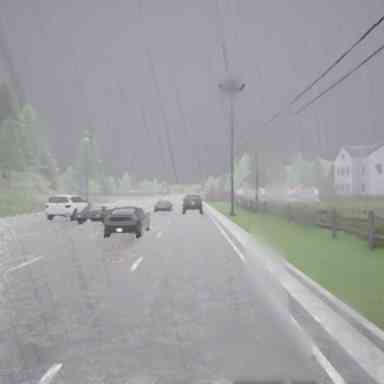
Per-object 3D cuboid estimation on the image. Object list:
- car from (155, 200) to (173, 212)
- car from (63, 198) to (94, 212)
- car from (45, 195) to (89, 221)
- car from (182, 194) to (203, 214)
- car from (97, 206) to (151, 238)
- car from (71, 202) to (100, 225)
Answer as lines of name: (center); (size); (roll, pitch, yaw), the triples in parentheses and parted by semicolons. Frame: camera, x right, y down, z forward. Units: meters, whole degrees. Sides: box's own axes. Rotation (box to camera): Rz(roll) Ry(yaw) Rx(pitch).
car: (-3.413, 1.623, 40.520); (1.994, 1.385, 4.181); (0, 0, 0)
car: (-13.921, 1.553, 41.230); (2.128, 1.511, 4.902); (0, 0, 0)
car: (-10.398, 1.265, 28.205); (2.150, 2.045, 5.566); (0, 0, 0)
car: (0.079, 1.276, 36.714); (2.150, 2.045, 5.566); (0, 0, 0)
car: (-3.398, 1.531, 17.985); (1.837, 1.490, 4.892); (0, 0, 0)
car: (-6.897, 1.637, 24.465); (1.895, 1.301, 4.718); (0, 0, 0)
